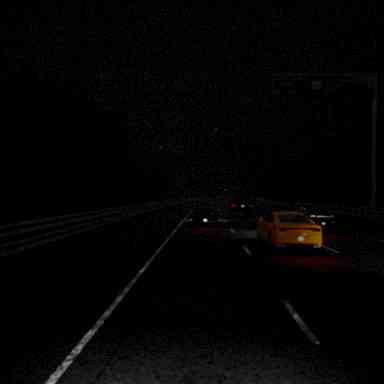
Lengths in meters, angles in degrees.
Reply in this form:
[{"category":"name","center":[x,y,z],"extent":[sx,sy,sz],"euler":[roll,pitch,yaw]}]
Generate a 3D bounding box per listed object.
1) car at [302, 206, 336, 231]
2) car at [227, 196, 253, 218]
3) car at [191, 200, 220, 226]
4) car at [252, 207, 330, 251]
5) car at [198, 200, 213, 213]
[{"category":"car","center":[7.908,1.676,22.144],"extent":[2.128,1.511,4.902],"euler":[1,0,2]},{"category":"car","center":[4.869,1.459,33.819],"extent":[2.150,2.045,5.566],"euler":[0,0,2]},{"category":"car","center":[1.007,1.647,24.916],"extent":[1.837,1.490,4.892],"euler":[1,0,2]},{"category":"car","center":[4.114,1.586,14.715],"extent":[1.882,1.535,5.008],"euler":[1,0,2]},{"category":"car","center":[1.710,1.781,42.133],"extent":[1.837,1.490,4.892],"euler":[0,0,3]}]
